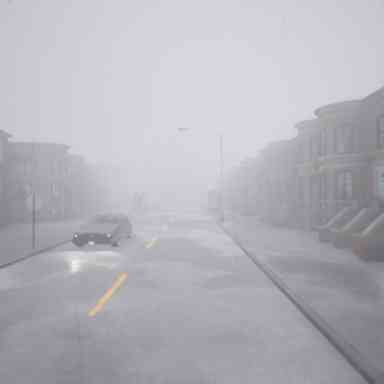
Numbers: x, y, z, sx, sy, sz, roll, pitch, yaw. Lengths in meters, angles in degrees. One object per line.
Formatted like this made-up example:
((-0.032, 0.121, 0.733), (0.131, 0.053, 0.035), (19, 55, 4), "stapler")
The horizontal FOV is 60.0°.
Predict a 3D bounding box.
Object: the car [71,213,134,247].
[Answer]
((-4.137, 1.757, 16.369), (2.033, 1.411, 5.357), (0, -1, 0), "car")

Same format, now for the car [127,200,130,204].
((-19.588, 2.503, 91.171), (4.611, 1.667, 2.242), (0, -1, 10), "car")
